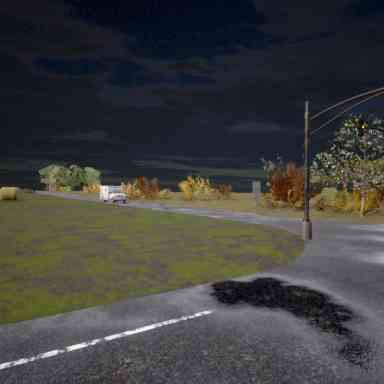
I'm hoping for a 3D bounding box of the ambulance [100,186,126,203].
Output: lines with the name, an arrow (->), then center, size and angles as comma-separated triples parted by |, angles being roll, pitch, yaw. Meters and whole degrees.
ambulance -> -11.873, 0.341, 50.071 | 2.351, 2.431, 6.366 | 2, 0, -32
